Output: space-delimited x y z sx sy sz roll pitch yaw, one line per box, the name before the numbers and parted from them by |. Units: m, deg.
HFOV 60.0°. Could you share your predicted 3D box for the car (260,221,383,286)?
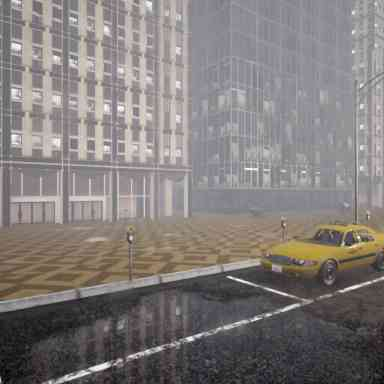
car | 4.002 1.526 9.431 4.829 1.417 1.752 0 0 -36
